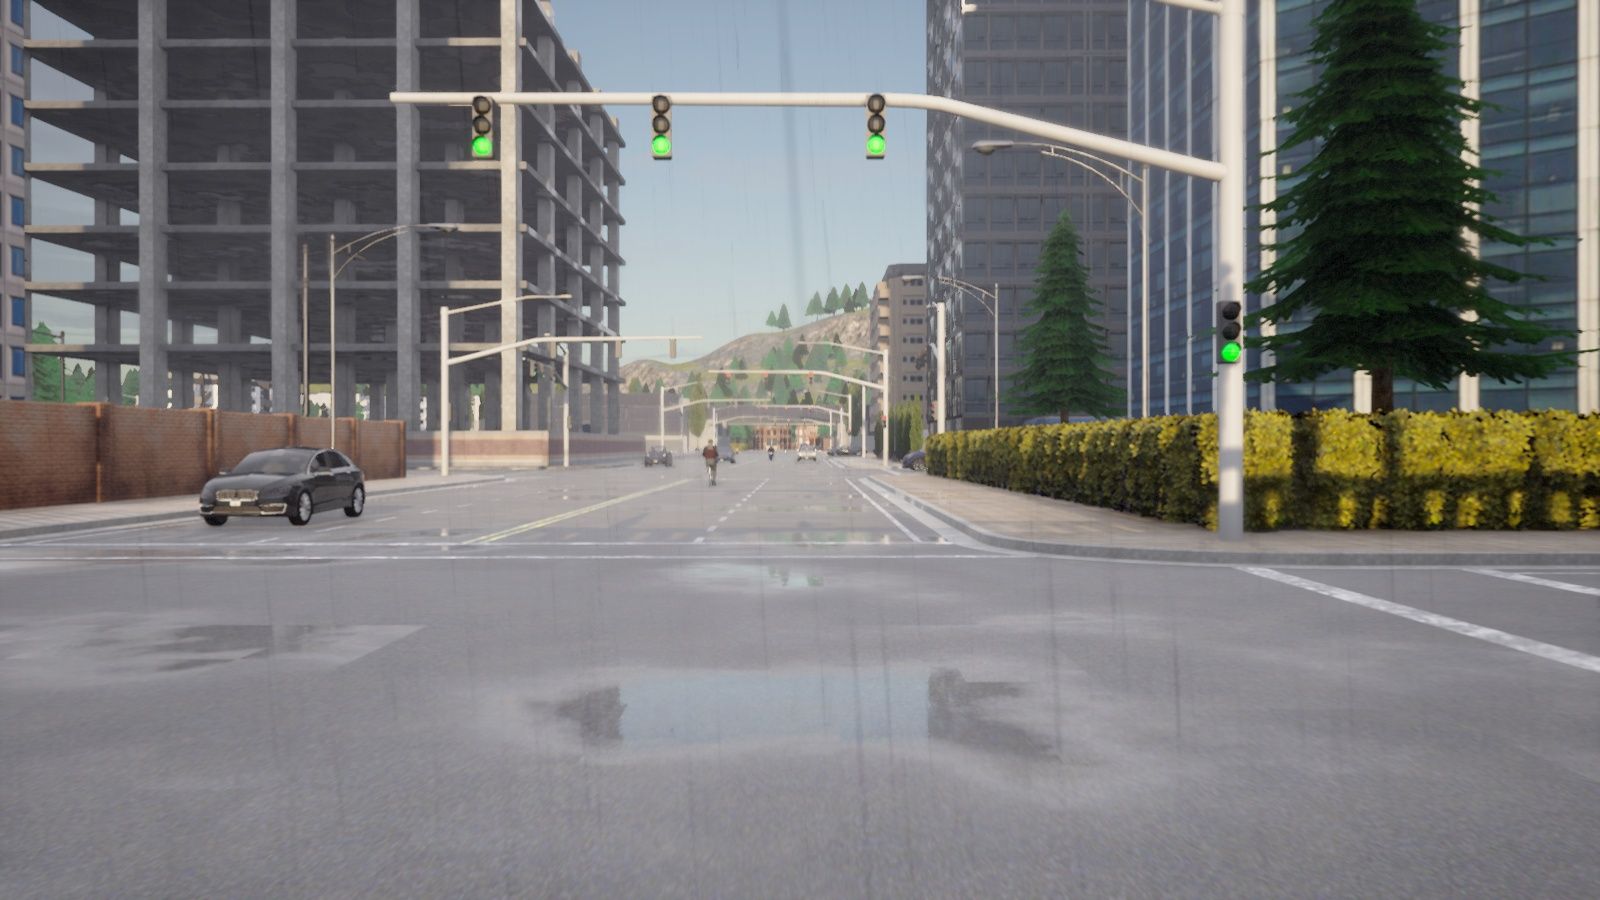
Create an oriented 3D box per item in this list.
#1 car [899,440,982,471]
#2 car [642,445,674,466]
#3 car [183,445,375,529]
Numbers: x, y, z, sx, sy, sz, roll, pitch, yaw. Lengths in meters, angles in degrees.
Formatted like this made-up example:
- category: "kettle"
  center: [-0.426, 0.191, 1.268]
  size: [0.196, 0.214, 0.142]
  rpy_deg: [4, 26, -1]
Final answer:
- category: "car"
  center: [8.046, 0.301, 72.355]
  size: [4.553, 1.767, 2.097]
  rpy_deg: [0, 0, 0]
- category: "car"
  center: [-10.013, 0.378, 88.716]
  size: [1.845, 1.501, 3.633]
  rpy_deg: [0, 0, 0]
- category: "car"
  center: [-10.351, 0.658, 25.389]
  size: [1.837, 1.490, 4.892]
  rpy_deg: [0, 1, 0]
